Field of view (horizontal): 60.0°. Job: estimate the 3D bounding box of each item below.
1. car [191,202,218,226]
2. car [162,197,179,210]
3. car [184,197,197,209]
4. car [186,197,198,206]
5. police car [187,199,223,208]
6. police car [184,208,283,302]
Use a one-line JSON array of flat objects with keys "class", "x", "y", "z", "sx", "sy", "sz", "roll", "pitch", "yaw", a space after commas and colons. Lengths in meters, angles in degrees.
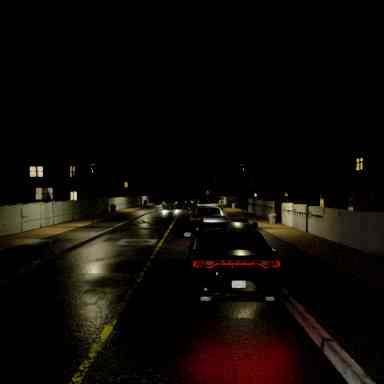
[{"class": "car", "x": 0.823, "y": 1.519, "z": 24.338, "sx": 1.837, "sy": 1.490, "sz": 4.892, "roll": 0, "pitch": 0, "yaw": 0}, {"class": "car", "x": -2.753, "y": 1.403, "z": 43.617, "sx": 2.097, "sy": 1.767, "sz": 4.553, "roll": 0, "pitch": 0, "yaw": 0}, {"class": "car", "x": 0.025, "y": 1.409, "z": 45.790, "sx": 2.097, "sy": 1.767, "sz": 4.553, "roll": 0, "pitch": 0, "yaw": 0}, {"class": "car", "x": -0.004, "y": 1.668, "z": 59.758, "sx": 1.994, "sy": 1.385, "sz": 4.181, "roll": 0, "pitch": 0, "yaw": 0}, {"class": "police car", "x": 0.823, "y": 1.432, "z": 18.448, "sx": 1.930, "sy": 1.638, "sz": 5.238, "roll": 0, "pitch": 0, "yaw": 0}, {"class": "police car", "x": 0.824, "y": 1.424, "z": 8.445, "sx": 1.930, "sy": 1.638, "sz": 5.238, "roll": 0, "pitch": 0, "yaw": 0}]
